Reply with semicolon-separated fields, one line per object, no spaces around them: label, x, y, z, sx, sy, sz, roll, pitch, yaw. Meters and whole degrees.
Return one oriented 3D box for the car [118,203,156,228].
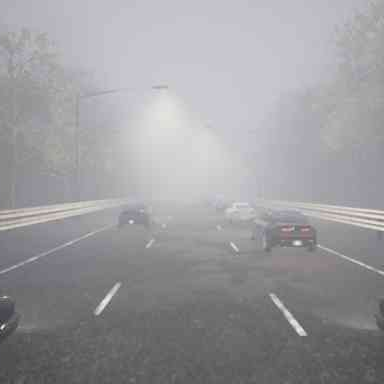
car;-3.495;1.453;21.492;1.837;1.490;4.892;0;0;0

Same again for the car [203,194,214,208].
car;3.097;1.386;45.781;2.163;1.488;4.792;0;0;-1

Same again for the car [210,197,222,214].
car;3.268;1.513;34.745;1.895;1.301;4.718;0;0;-1

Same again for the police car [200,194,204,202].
police car;2.878;1.275;56.895;1.930;1.638;5.238;0;0;-1

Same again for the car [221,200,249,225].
car;3.394;1.468;23.678;1.812;1.442;4.674;0;0;-1

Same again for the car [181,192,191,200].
car;-1.471;0.915;87.663;2.150;2.045;5.566;0;0;-2

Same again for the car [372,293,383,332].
car;3.588;1.541;2.438;2.033;1.411;5.357;0;0;0

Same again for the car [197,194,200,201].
car;2.615;1.364;67.820;2.033;1.411;5.357;0;0;-1

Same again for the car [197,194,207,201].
car;2.304;1.214;78.853;2.033;1.649;4.856;0;0;-2

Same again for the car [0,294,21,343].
car;-3.405;1.542;2.354;2.033;1.411;5.357;0;0;0

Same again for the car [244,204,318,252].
car;3.557;1.472;13.647;1.837;1.490;4.892;0;0;0
